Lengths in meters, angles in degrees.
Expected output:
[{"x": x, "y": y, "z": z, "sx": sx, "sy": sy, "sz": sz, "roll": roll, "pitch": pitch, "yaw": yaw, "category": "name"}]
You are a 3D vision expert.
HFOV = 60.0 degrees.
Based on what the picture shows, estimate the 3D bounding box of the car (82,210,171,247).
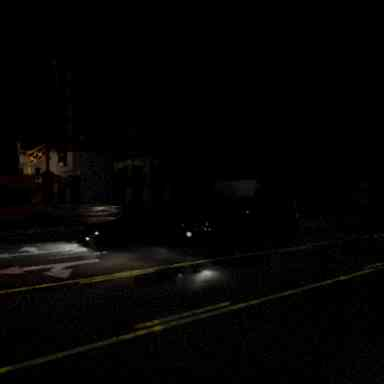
[{"x": -2.136, "y": 1.546, "z": 15.293, "sx": 5.357, "sy": 1.411, "sz": 2.033, "roll": 0, "pitch": 0, "yaw": -35, "category": "car"}]

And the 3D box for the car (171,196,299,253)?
[{"x": 2.146, "y": 1.220, "z": 14.004, "sx": 5.566, "sy": 2.045, "sz": 2.150, "roll": 0, "pitch": 0, "yaw": -35, "category": "car"}]
